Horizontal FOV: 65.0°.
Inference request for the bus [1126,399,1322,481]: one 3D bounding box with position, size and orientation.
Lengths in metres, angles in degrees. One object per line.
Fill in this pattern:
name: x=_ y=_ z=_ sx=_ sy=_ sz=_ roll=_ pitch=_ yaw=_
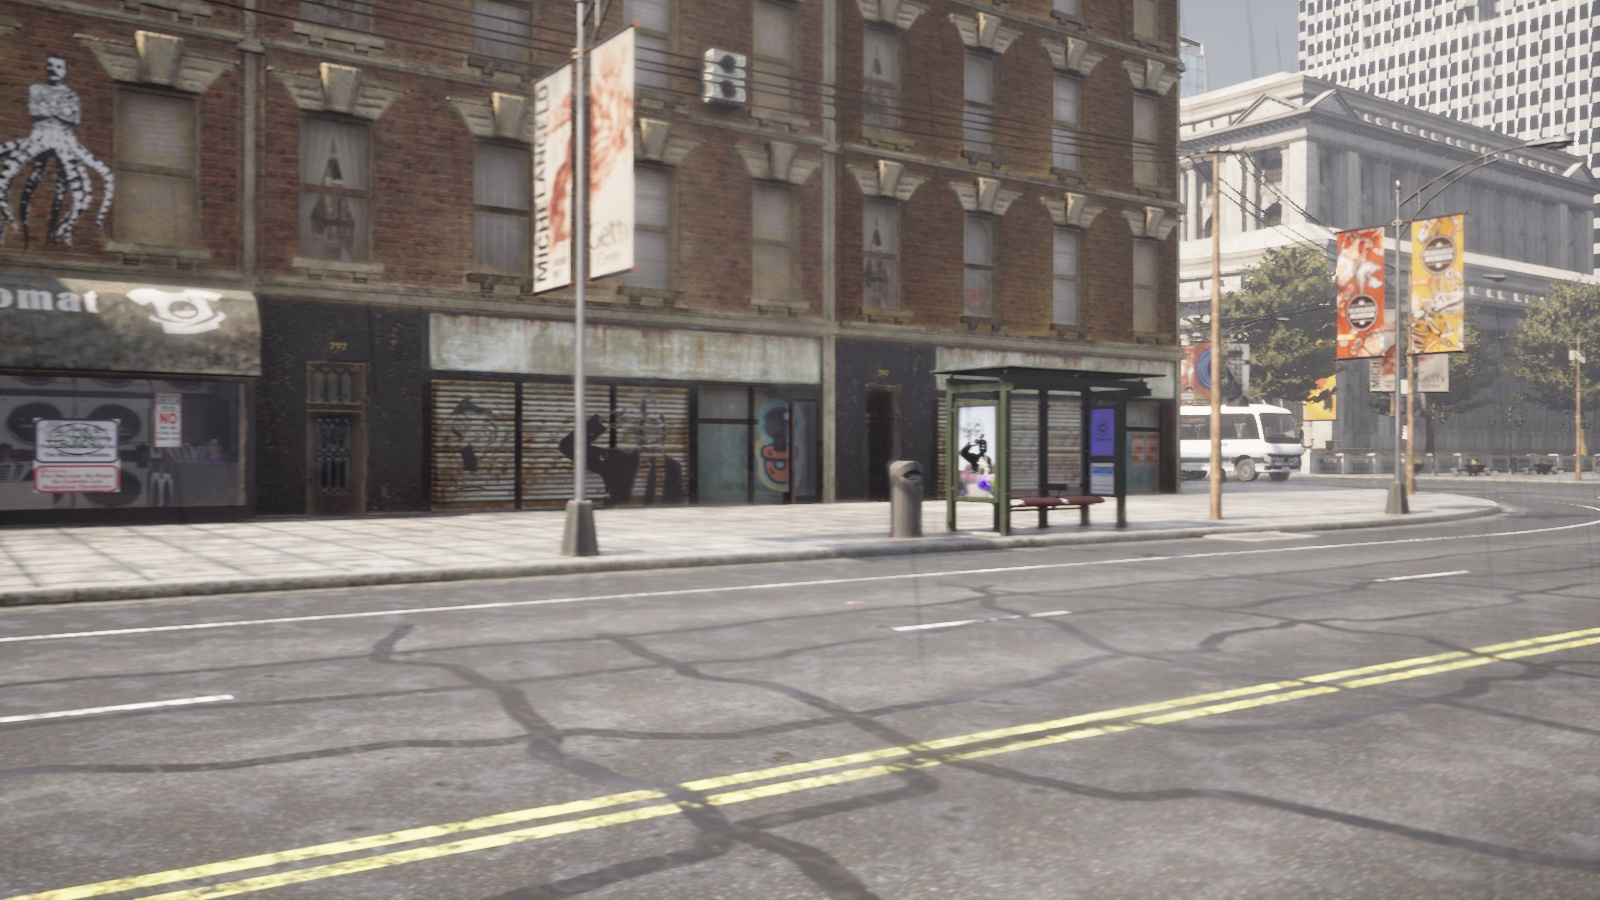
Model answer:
bus: x=23.649 y=-0.508 z=70.787 sx=3.944 sy=4.253 sz=10.273 roll=0 pitch=0 yaw=-32
